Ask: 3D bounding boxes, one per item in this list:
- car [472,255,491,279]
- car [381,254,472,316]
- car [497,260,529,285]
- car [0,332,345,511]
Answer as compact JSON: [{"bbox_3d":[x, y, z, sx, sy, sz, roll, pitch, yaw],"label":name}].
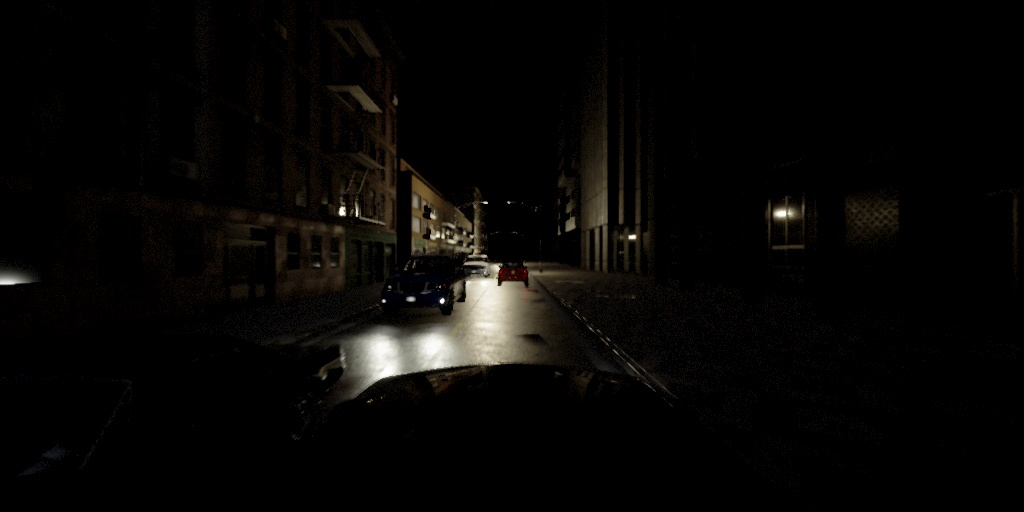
[{"bbox_3d":[-3.115,0.938,32.137,2.150,2.045,5.566,0,0,0],"label":"car"},{"bbox_3d":[-3.058,0.957,13.689,2.150,2.045,5.566,0,0,0],"label":"car"},{"bbox_3d":[0.077,1.074,25.510,2.097,1.767,4.553,0,0,0],"label":"car"},{"bbox_3d":[-3.095,1.350,2.402,1.895,1.301,4.718,0,0,0],"label":"car"}]
